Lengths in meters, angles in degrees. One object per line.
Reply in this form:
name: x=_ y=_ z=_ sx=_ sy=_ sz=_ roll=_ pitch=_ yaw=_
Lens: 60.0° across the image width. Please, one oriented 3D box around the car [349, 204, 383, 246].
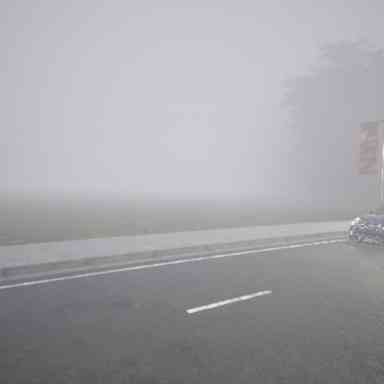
car: x=8.352 y=1.165 z=13.167 sx=4.553 sy=1.767 sz=2.097 roll=0 pitch=1 yaw=-30
